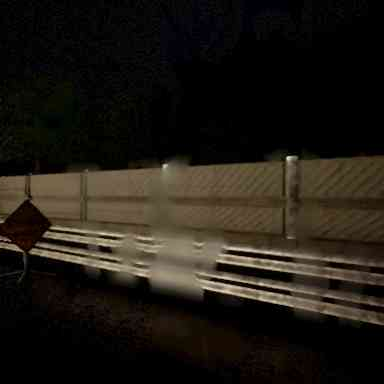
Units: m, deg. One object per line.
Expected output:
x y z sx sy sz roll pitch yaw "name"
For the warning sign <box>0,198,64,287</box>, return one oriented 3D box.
-3.984 1.104 7.996 1.060 1.860 1.300 0 0 36 "warning sign"
